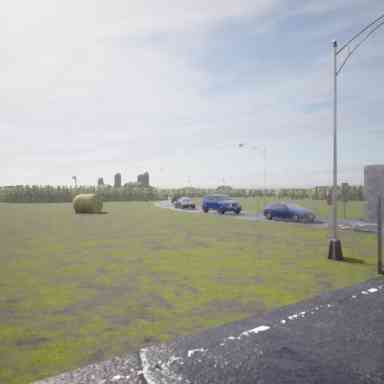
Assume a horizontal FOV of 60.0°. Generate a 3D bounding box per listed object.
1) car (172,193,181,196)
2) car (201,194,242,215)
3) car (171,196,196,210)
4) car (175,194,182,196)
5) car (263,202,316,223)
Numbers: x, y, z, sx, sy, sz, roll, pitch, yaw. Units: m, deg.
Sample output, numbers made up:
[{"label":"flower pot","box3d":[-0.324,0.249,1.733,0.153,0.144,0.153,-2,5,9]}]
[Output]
[{"label":"car","box3d":[-3.062,1.296,66.965,2.150,2.045,5.566,0,0,-6]},{"label":"car","box3d":[3.030,1.276,35.432,2.150,2.045,5.566,-1,0,-27]},{"label":"car","box3d":[-1.096,1.621,45.797,2.033,1.411,5.357,-1,0,-19]},{"label":"car","box3d":[-1.284,1.584,56.793,1.812,1.442,4.674,-1,0,-12]},{"label":"car","box3d":[7.663,1.559,26.603,1.812,1.442,4.674,-1,0,-30]}]
